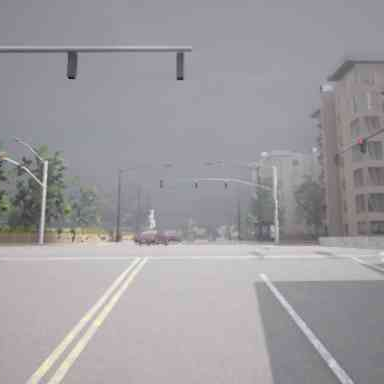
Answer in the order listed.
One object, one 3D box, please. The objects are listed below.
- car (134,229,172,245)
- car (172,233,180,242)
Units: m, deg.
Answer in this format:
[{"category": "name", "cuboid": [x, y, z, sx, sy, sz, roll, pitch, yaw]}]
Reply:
[{"category": "car", "cuboid": [-3.474, 4.019, 29.430, 1.812, 1.442, 4.674, -1, -8, 11]}, {"category": "car", "cuboid": [-2.924, 7.183, 52.106, 1.994, 1.385, 4.181, 0, -8, 1]}]
